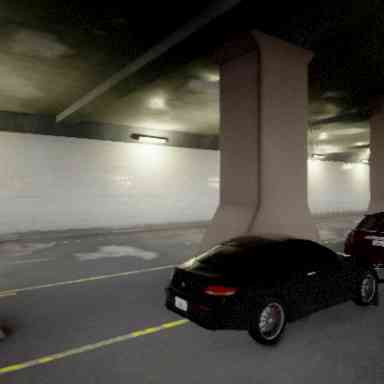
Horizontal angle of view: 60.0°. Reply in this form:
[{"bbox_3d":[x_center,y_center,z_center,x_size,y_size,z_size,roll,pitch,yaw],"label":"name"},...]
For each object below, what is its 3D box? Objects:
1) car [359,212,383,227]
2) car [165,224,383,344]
[{"bbox_3d":[6.559,1.344,9.868,4.553,1.767,2.097,0,0,-36],"label":"car"},{"bbox_3d":[1.709,1.527,6.388,4.674,1.442,1.812,0,0,-36],"label":"car"}]
